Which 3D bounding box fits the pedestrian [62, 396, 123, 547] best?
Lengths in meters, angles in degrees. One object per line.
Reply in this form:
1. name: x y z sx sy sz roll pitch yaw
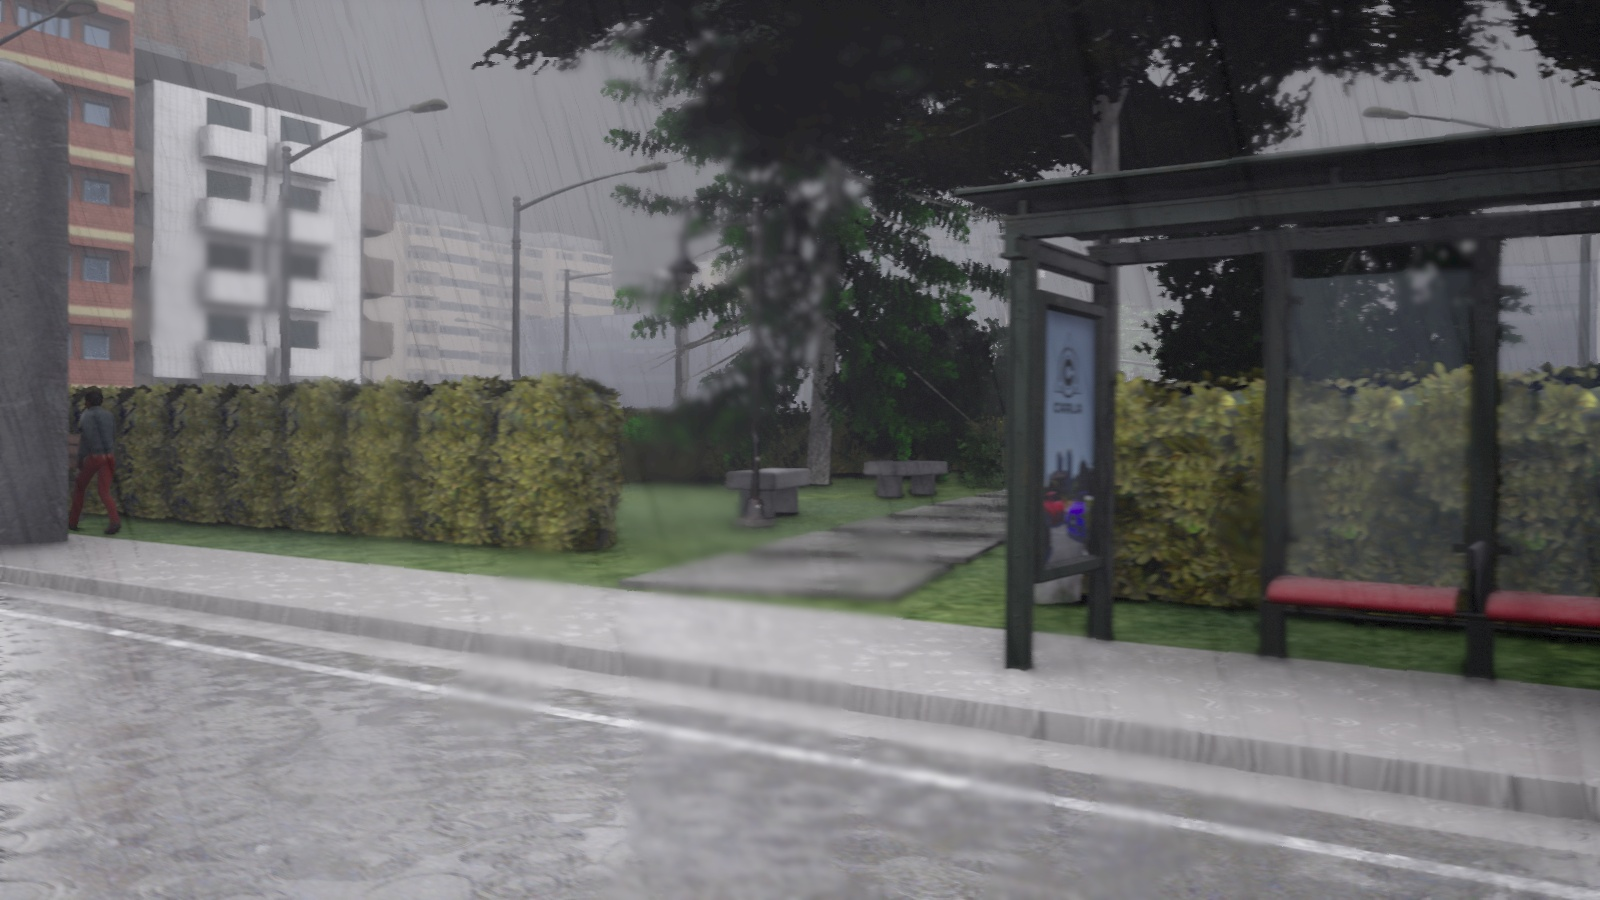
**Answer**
1. pedestrian: -8.829 0.263 15.669 0.614 1.847 0.353 0 1 26
